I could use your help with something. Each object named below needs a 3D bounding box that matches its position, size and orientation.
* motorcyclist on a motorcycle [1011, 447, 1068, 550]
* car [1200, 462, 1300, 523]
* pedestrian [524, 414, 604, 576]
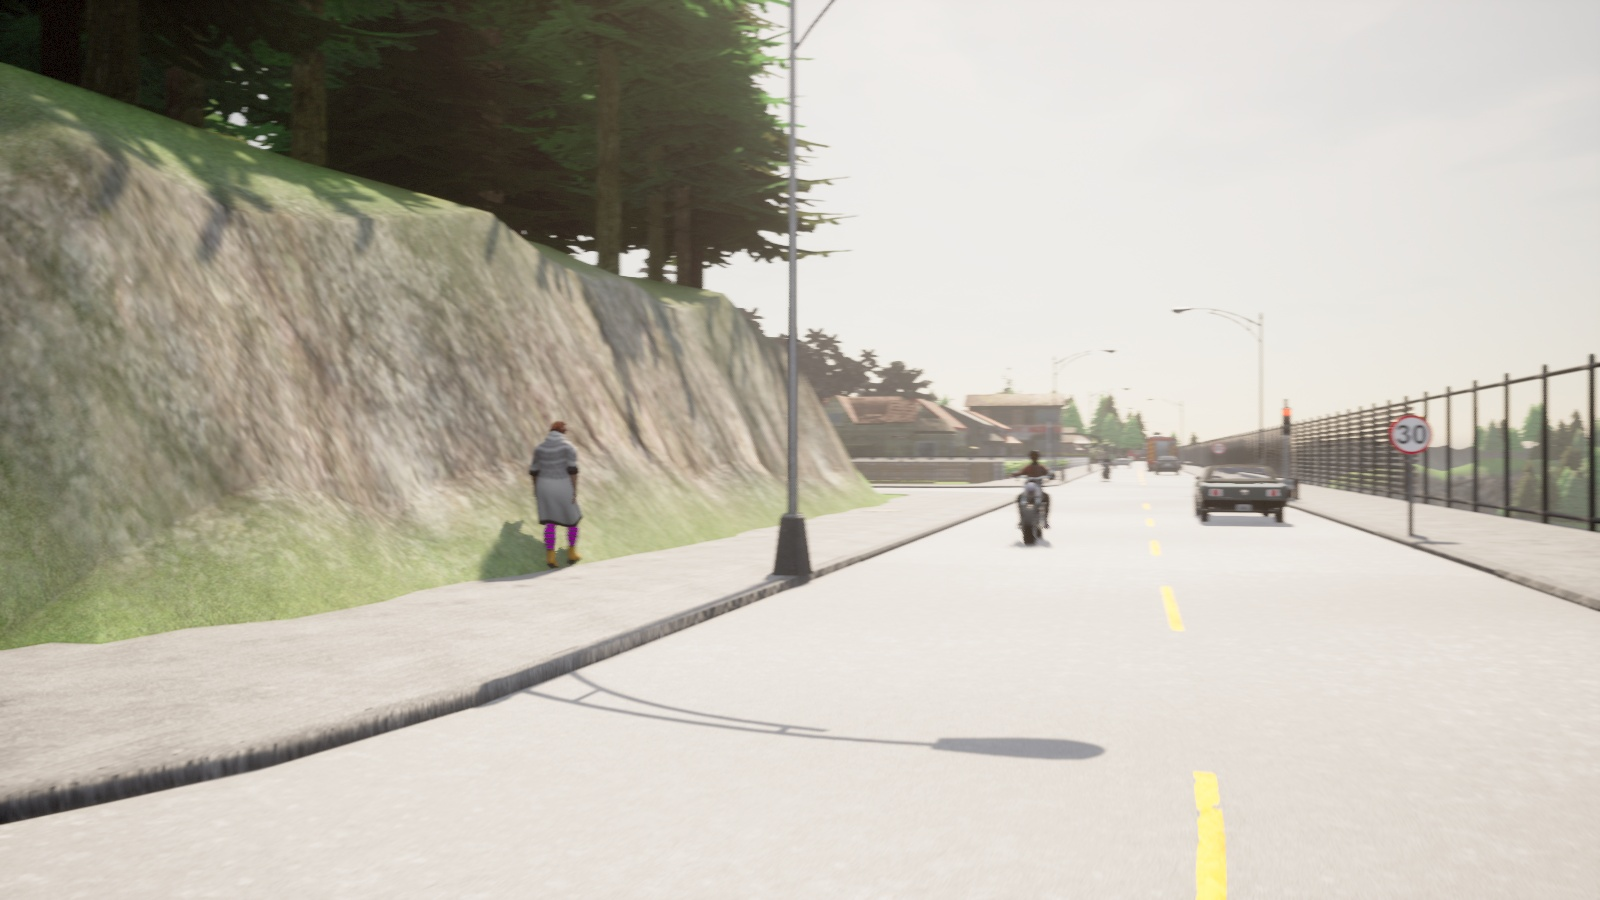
[{"bbox_3d":[4.122,0.787,21.513,0.766,1.649,2.350,0,0,15],"label":"motorcyclist on a motorcycle"},{"bbox_3d":[10.550,0.952,29.727,1.895,1.301,4.718,0,0,15],"label":"car"},{"bbox_3d":[-2.931,0.546,15.664,0.659,1.952,0.873,0,0,15],"label":"pedestrian"}]
